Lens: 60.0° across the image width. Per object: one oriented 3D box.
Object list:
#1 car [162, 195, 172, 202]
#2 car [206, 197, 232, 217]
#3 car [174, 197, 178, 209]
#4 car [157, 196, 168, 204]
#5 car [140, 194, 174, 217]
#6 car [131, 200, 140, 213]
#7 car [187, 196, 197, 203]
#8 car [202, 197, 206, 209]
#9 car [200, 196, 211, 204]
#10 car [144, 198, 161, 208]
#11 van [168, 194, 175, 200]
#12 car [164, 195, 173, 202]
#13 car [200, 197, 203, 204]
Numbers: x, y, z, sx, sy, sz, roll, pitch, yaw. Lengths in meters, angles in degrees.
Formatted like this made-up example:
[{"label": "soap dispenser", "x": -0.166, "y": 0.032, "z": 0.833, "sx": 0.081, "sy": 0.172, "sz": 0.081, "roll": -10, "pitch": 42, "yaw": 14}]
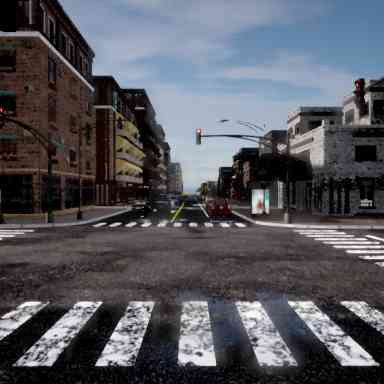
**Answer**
[{"label": "car", "x": -5.825, "y": 1.498, "z": 77.350, "sx": 1.967, "sy": 1.590, "sz": 4.097, "roll": 0, "pitch": 0, "yaw": 0}, {"label": "car", "x": 2.632, "y": 1.446, "z": 31.803, "sx": 1.967, "sy": 1.590, "sz": 4.097, "roll": 0, "pitch": 0, "yaw": 0}, {"label": "car", "x": -3.168, "y": 1.540, "z": 41.981, "sx": 1.812, "sy": 1.442, "sz": 4.674, "roll": 0, "pitch": 0, "yaw": 0}, {"label": "car", "x": -5.804, "y": 1.566, "z": 65.787, "sx": 1.752, "sy": 1.417, "sz": 4.829, "roll": 0, "pitch": 0, "yaw": 0}, {"label": "car", "x": -3.150, "y": 1.227, "z": 31.291, "sx": 2.150, "sy": 2.045, "sz": 5.566, "roll": 0, "pitch": 0, "yaw": 0}, {"label": "car", "x": -5.757, "y": 1.561, "z": 37.474, "sx": 2.008, "sy": 1.369, "sz": 4.403, "roll": 0, "pitch": 0, "yaw": 0}, {"label": "car", "x": -0.026, "y": 1.594, "z": 70.257, "sx": 2.033, "sy": 1.411, "sz": 5.357, "roll": 0, "pitch": 0, "yaw": 0}, {"label": "car", "x": 2.614, "y": 1.598, "z": 43.197, "sx": 1.802, "sy": 1.307, "sz": 4.206, "roll": 0, "pitch": 0, "yaw": 0}, {"label": "car", "x": 2.577, "y": 1.592, "z": 65.984, "sx": 2.008, "sy": 1.369, "sz": 4.403, "roll": -1, "pitch": 0, "yaw": 0}, {"label": "car", "x": -5.776, "y": 1.572, "z": 48.868, "sx": 2.008, "sy": 1.369, "sz": 4.403, "roll": 0, "pitch": 0, "yaw": 0}, {"label": "van", "x": -5.853, "y": 1.431, "z": 94.440, "sx": 1.690, "sy": 1.788, "sz": 3.998, "roll": -1, "pitch": 0, "yaw": 0}, {"label": "car", "x": -5.832, "y": 1.593, "z": 82.876, "sx": 1.752, "sy": 1.417, "sz": 4.829, "roll": -1, "pitch": 0, "yaw": 0}, {"label": "car", "x": 2.604, "y": 1.572, "z": 48.894, "sx": 2.008, "sy": 1.369, "sz": 4.403, "roll": 0, "pitch": 0, "yaw": 0}]
